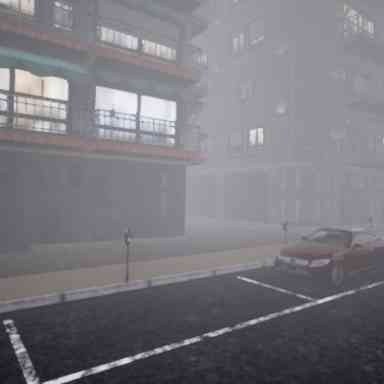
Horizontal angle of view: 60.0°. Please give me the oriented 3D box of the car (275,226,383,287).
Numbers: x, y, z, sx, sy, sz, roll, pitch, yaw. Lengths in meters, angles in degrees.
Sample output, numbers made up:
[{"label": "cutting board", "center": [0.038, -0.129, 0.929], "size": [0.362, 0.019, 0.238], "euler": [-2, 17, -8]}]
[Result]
[{"label": "car", "center": [4.219, 1.678, 9.557], "size": [4.206, 1.307, 1.802], "euler": [1, 0, -35]}]
